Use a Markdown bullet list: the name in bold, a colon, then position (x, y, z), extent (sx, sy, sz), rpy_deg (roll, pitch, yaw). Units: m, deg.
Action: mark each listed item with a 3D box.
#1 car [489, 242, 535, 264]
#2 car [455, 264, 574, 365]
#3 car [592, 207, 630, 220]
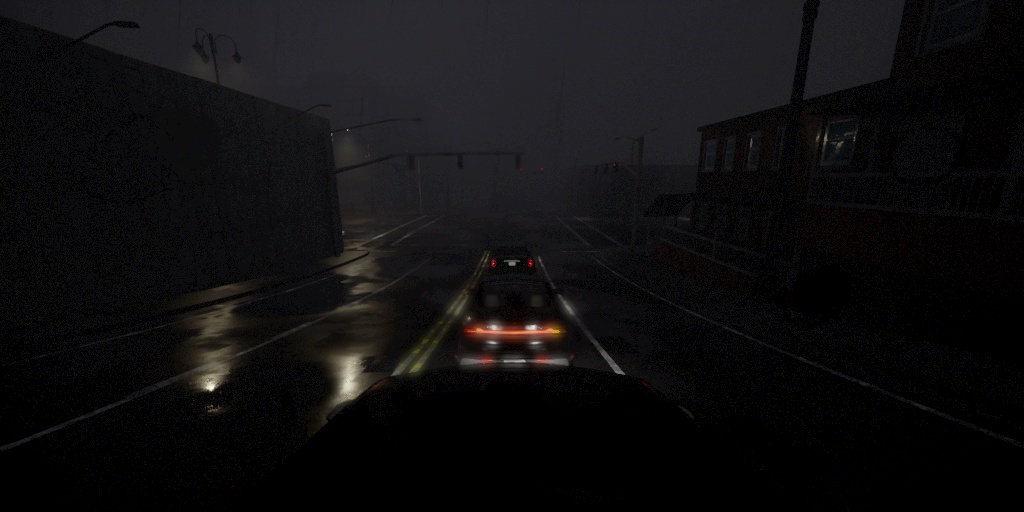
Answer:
- **car**: position (0.010, 0.085, 17.463), extent (2.097, 1.767, 4.553), rpy_deg (0, 7, 0)
- **car**: position (0.051, 1.121, 7.213), extent (1.837, 1.490, 4.892), rpy_deg (0, 2, 0)
- **car**: position (12.748, -5.515, 46.159), extent (4.674, 1.442, 1.812), rpy_deg (0, 12, 1)
